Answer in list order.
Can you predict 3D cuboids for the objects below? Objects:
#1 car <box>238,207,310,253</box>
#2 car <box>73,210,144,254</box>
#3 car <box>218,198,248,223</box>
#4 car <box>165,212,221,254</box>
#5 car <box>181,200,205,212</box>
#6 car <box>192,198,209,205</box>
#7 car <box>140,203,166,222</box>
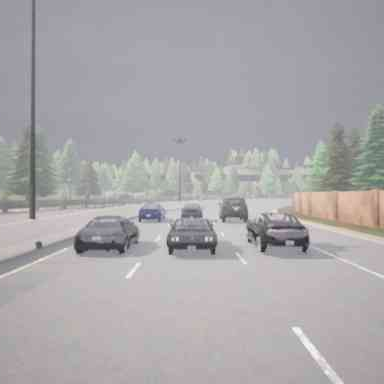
[{"bbox_3d":[3.504,1.628,14.308,2.128,1.511,4.902,0,0,0],"label":"car"},{"bbox_3d":[-3.496,1.699,14.261,1.994,1.385,4.181,0,0,0],"label":"car"},{"bbox_3d":[3.531,1.487,28.720,2.150,2.045,5.566,0,0,1],"label":"car"},{"bbox_3d":[0.001,1.734,14.108,1.895,1.301,4.718,0,0,0],"label":"car"},{"bbox_3d":[0.050,1.782,29.091,1.837,1.490,4.892,0,0,2],"label":"car"},{"bbox_3d":[1.984,2.181,75.501,1.882,1.535,5.008,0,-1,28],"label":"car"},{"bbox_3d":[-3.439,1.755,29.346,1.882,1.535,5.008,0,0,2],"label":"car"}]
